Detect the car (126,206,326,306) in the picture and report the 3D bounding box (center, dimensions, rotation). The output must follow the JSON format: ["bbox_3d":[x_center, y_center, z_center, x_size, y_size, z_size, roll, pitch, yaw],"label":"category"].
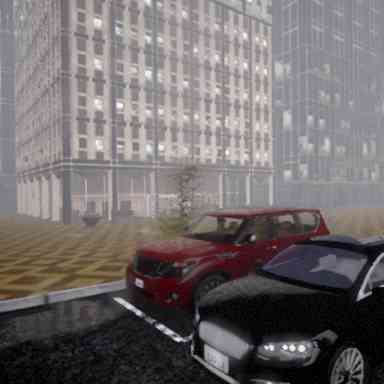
[{"bbox_3d":[1.113,1.277,7.361,5.009,1.841,2.192,-1,0,-35],"label":"car"}]

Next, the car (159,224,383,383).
[{"bbox_3d":[2.203,1.458,4.951,4.902,1.511,2.128,-1,0,-37],"label":"car"}]
